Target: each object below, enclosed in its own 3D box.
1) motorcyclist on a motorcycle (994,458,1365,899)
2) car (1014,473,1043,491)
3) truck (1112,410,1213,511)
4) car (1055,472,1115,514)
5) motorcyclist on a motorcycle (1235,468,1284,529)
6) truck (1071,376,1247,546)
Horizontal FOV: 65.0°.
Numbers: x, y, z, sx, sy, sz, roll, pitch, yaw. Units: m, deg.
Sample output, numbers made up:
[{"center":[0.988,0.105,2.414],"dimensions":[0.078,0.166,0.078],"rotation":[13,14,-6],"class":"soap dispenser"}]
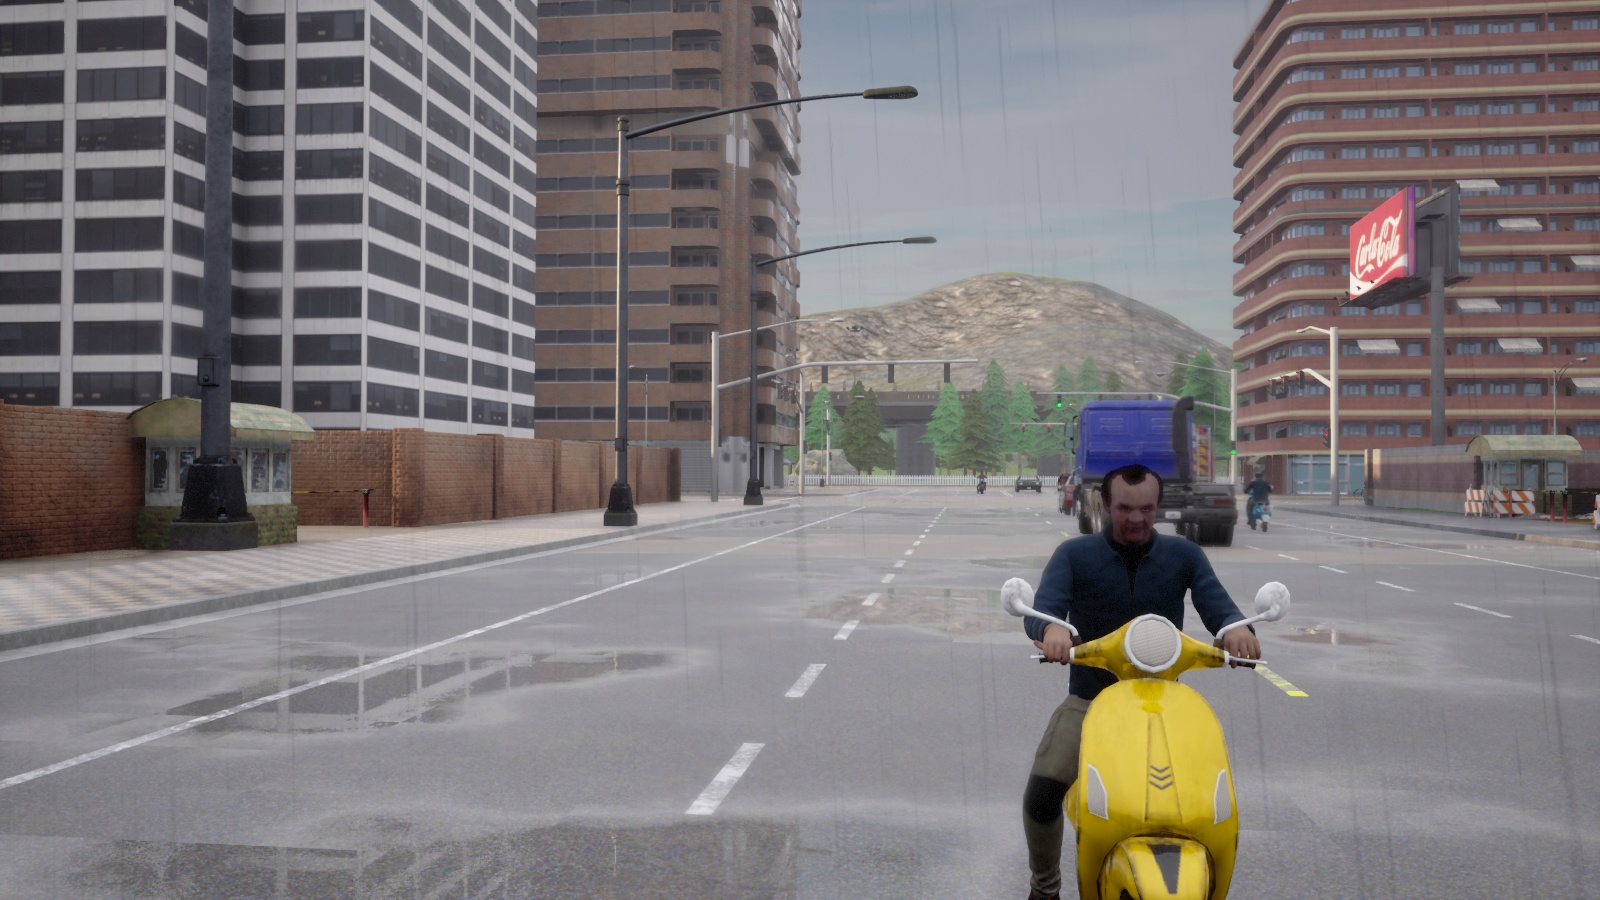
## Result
[{"center":[1.080,0.831,4.042],"dimensions":[0.866,1.590,1.817],"rotation":[0,-1,8],"class":"motorcyclist on a motorcycle"},{"center":[17.337,2.444,95.418],"dimensions":[1.895,1.301,4.718],"rotation":[0,-1,8],"class":"car"},{"center":[14.840,0.462,52.037],"dimensions":[2.891,3.827,8.468],"rotation":[0,-1,8],"class":"truck"},{"center":[10.546,1.568,46.645],"dimensions":[1.845,1.501,3.633],"rotation":[0,-1,8],"class":"car"},{"center":[12.256,1.281,33.550],"dimensions":[0.866,1.590,1.817],"rotation":[0,-1,8],"class":"motorcyclist on a motorcycle"},{"center":[8.166,0.296,29.599],"dimensions":[2.891,3.462,7.936],"rotation":[0,-1,8],"class":"truck"}]
